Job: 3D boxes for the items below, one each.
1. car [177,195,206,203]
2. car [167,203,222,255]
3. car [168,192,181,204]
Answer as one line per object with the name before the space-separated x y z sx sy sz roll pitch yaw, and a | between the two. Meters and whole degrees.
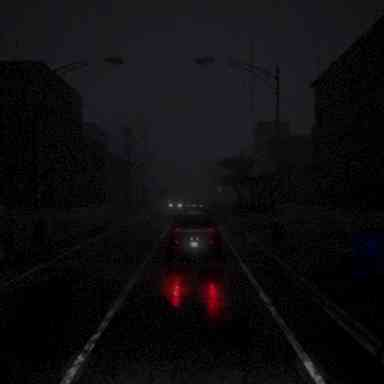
car | 0.175 1.267 27.959 2.128 1.511 4.902 0 0 1
car | 0.103 1.416 12.935 2.128 1.511 4.902 0 1 1
car | -2.792 1.047 57.326 2.150 2.045 5.566 0 0 1
